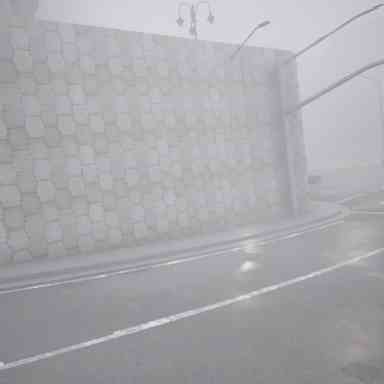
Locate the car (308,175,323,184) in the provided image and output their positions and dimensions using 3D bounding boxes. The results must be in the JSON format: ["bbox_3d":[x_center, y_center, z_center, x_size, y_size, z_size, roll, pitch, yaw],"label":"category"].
[{"bbox_3d":[10.233,-1.244,32.484,1.895,1.301,4.718,-11,7,-35],"label":"car"}]
